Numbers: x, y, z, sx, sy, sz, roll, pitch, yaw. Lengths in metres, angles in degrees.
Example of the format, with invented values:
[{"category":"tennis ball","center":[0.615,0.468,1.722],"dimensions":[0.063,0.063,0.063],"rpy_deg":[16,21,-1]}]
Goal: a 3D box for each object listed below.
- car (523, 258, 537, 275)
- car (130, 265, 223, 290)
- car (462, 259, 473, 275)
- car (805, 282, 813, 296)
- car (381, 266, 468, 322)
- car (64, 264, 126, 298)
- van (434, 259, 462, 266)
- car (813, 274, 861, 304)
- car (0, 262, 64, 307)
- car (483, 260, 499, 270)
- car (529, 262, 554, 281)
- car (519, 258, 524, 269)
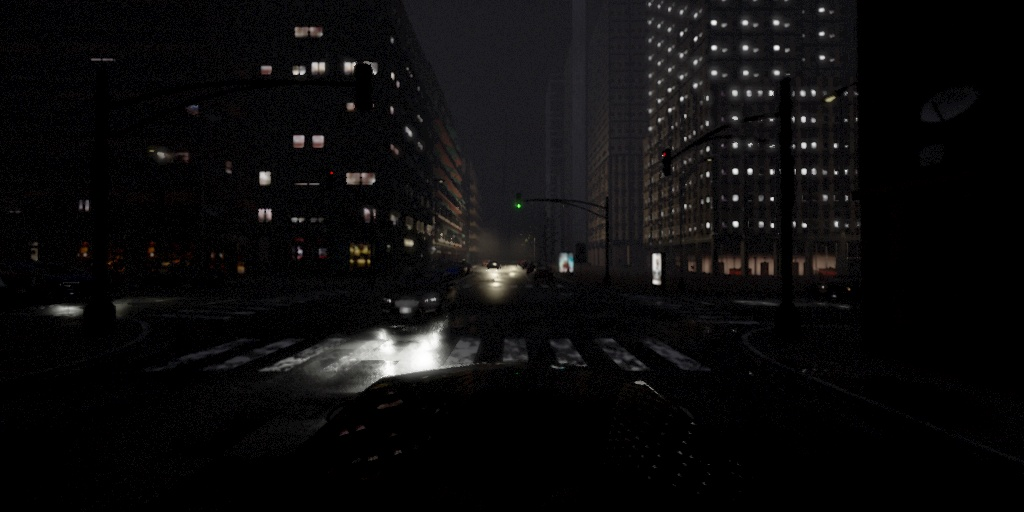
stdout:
[{"category":"car","center":[2.679,1.348,42.454],"dimensions":[1.967,1.591,4.097],"rpy_deg":[0,0,0]},{"category":"car","center":[-18.800,1.167,20.219],"dimensions":[4.313,1.339,1.948],"rpy_deg":[0,0,0]},{"category":"car","center":[-5.701,1.201,36.924],"dimensions":[2.192,1.841,5.009],"rpy_deg":[0,0,0]},{"category":"car","center":[19.387,1.709,20.633],"dimensions":[4.403,1.370,2.007],"rpy_deg":[0,0,0]},{"category":"car","center":[-3.004,1.282,12.595],"dimensions":[2.128,1.511,4.902],"rpy_deg":[0,0,0]},{"category":"car","center":[-19.149,1.006,14.433],"dimensions":[5.008,1.535,1.882],"rpy_deg":[1,-1,0]},{"category":"van","center":[-5.699,1.204,31.396],"dimensions":[1.690,1.789,3.998],"rpy_deg":[0,0,0]},{"category":"car","center":[18.300,1.711,17.914],"dimensions":[4.718,1.301,1.895],"rpy_deg":[1,-1,0]},{"category":"car","center":[-18.775,0.818,11.839],"dimensions":[5.009,1.841,2.192],"rpy_deg":[0,0,0]},{"category":"car","center":[-3.019,1.492,57.982],"dimensions":[2.033,1.411,5.357],"rpy_deg":[0,0,0]},{"category":"car","center":[2.682,1.446,31.398],"dimensions":[1.802,1.307,4.207],"rpy_deg":[0,0,0]},{"category":"car","center":[2.673,1.418,59.035],"dimensions":[1.967,1.591,4.097],"rpy_deg":[0,0,0]}]
